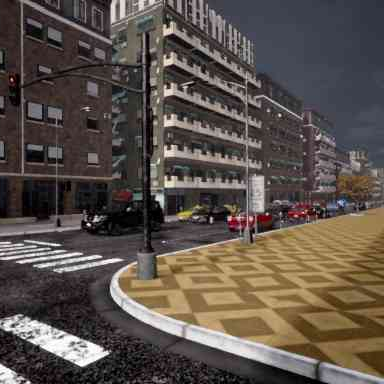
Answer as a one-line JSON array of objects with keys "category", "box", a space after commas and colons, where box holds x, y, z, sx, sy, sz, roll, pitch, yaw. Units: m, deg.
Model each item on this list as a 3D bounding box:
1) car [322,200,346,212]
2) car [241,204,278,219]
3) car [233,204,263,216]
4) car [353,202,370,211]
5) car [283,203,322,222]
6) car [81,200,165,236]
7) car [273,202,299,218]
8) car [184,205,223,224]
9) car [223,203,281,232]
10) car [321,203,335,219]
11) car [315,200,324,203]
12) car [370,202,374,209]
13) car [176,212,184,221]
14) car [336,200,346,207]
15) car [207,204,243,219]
[{"category": "car", "box": [23.416, 2.468, 54.423, 2.033, 1.411, 5.357, -1, -1, 36]}, {"category": "car", "box": [7.667, 2.140, 37.394, 2.033, 1.411, 5.357, -1, -1, 35]}, {"category": "car", "box": [6.954, 2.222, 40.875, 1.947, 1.339, 4.313, -2, -2, 35]}, {"category": "car", "box": [29.927, 2.583, 59.300, 1.947, 1.339, 4.313, -2, -2, 35]}, {"category": "car", "box": [10.546, 2.032, 31.492, 1.887, 1.381, 4.507, -2, -2, 35]}, {"category": "car", "box": [-4.062, 1.495, 20.569, 2.150, 2.045, 5.566, -1, -1, 36]}, {"category": "car", "box": [9.438, 2.043, 34.355, 1.837, 1.490, 4.892, -1, -1, 35]}, {"category": "car", "box": [1.691, 1.934, 28.832, 1.837, 1.490, 4.892, -1, -1, 35]}, {"category": "car", "box": [4.085, 1.751, 22.225, 1.967, 1.590, 4.097, -2, -2, 35]}, {"category": "car", "box": [13.777, 2.141, 36.126, 1.947, 1.339, 4.313, -2, -2, 35]}, {"category": "car", "box": [26.332, 2.501, 68.691, 2.192, 1.841, 5.009, -2, -2, 35]}, {"category": "car", "box": [36.388, 2.745, 68.569, 2.008, 1.369, 4.403, -2, -2, 35]}, {"category": "car", "box": [0.396, 2.002, 31.467, 1.752, 1.417, 4.829, -2, -2, 35]}, {"category": "car", "box": [39.156, 2.883, 87.168, 1.690, 1.788, 3.998, -2, -2, 35]}, {"category": "car", "box": [3.626, 2.090, 36.101, 1.752, 1.417, 4.829, -2, -2, 35]}]
